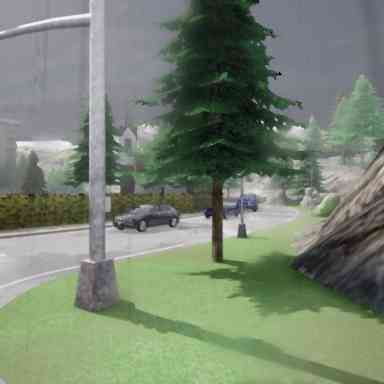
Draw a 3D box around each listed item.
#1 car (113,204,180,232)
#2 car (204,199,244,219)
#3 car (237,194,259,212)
[{"bbox_3d":[-2.655,1.499,20.337,1.837,1.490,4.892,0,0,35],"label":"car"},{"bbox_3d":[2.723,1.595,29.124,1.895,1.301,4.718,0,0,26],"label":"car"},{"bbox_3d":[6.522,1.214,38.802,2.150,2.045,5.566,0,0,16],"label":"car"}]
